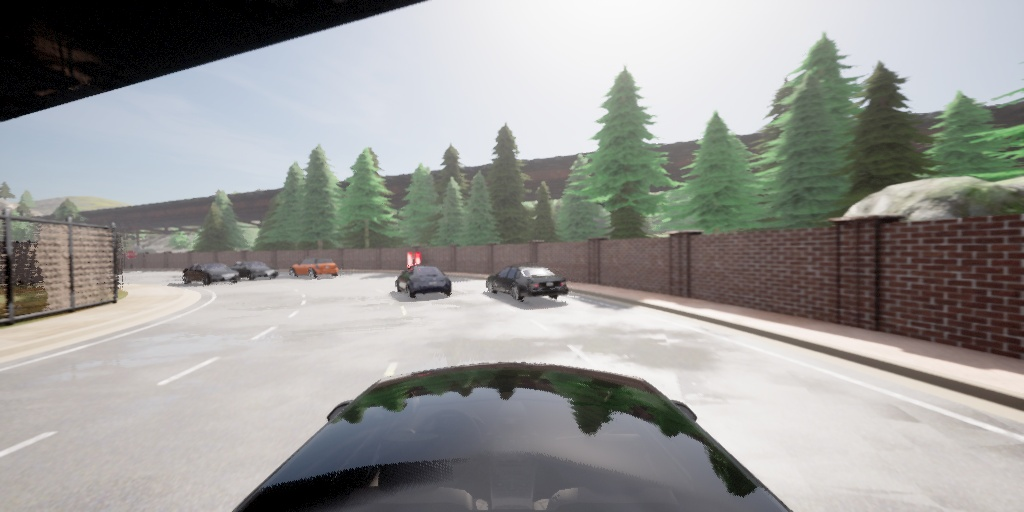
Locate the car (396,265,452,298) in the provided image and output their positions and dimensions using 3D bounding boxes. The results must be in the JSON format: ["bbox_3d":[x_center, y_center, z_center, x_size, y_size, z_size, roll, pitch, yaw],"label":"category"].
[{"bbox_3d":[-4.391,1.151,17.590,1.994,1.385,4.181,-1,1,-27],"label":"car"}]

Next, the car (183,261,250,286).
[{"bbox_3d":[-20.892,1.225,24.909,4.902,1.511,2.128,0,1,29],"label":"car"}]

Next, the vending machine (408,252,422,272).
[{"bbox_3d":[-9.484,0.608,34.959,0.880,2.100,1.100,0,0,37],"label":"vending machine"}]

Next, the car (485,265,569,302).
[{"bbox_3d":[0.457,1.086,15.777,2.033,1.411,5.357,-1,1,-23],"label":"car"}]

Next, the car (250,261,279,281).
[{"bbox_3d":[-20.896,1.168,28.844,4.902,1.511,2.128,0,1,27],"label":"car"}]

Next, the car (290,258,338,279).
[{"bbox_3d":[-17.096,0.941,30.858,4.553,1.767,2.097,0,1,33],"label":"car"}]
